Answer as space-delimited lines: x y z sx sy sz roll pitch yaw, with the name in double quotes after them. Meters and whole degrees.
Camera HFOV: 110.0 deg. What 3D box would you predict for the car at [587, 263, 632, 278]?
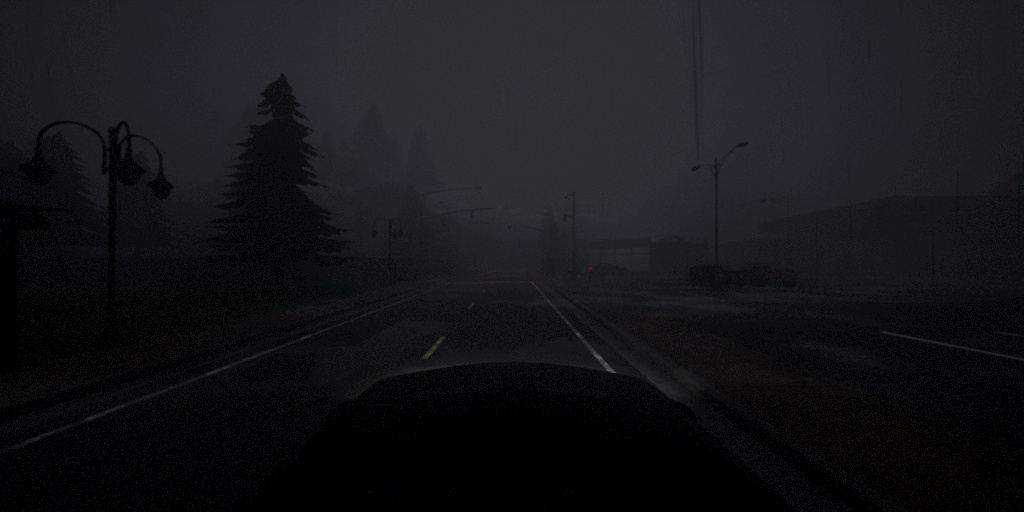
10.350 1.478 38.214 4.674 1.442 1.812 0 -1 1 "car"
